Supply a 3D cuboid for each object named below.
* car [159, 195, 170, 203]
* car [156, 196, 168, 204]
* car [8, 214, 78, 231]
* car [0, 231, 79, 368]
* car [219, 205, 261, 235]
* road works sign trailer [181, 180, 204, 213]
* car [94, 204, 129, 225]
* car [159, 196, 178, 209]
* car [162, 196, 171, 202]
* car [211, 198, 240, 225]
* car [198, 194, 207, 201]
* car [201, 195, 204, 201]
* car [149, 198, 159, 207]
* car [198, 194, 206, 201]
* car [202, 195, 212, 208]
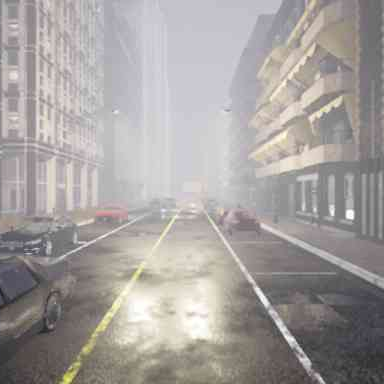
[{"bbox_3d":[-5.675,1.465,69.151,1.967,1.590,4.097,0,0,0],"label":"car"},{"bbox_3d":[-5.676,1.571,63.501,2.008,1.369,4.403,0,0,0],"label":"car"},{"bbox_3d":[-5.686,1.551,12.665,2.008,1.369,4.403,0,0,0],"label":"car"},{"bbox_3d":[-3.102,1.547,4.006,2.033,1.411,5.357,0,0,0],"label":"car"},{"bbox_3d":[2.695,1.582,18.312,1.802,1.307,4.206,0,0,0],"label":"car"},{"bbox_3d":[0.008,0.470,36.617,2.380,3.560,2.880,0,0,0],"label":"road works sign trailer"},{"bbox_3d":[-5.684,1.547,23.962,1.887,1.381,4.507,0,0,0],"label":"car"},{"bbox_3d":[-3.072,1.535,45.780,1.812,1.442,4.674,0,0,0],"label":"car"},{"bbox_3d":[-5.674,1.556,74.629,1.752,1.417,4.829,0,0,0],"label":"car"},{"bbox_3d":[2.696,1.442,23.961,1.967,1.590,4.097,0,0,0],"label":"car"},{"bbox_3d":[2.710,1.356,86.095,2.192,1.841,5.009,0,0,0],"label":"car"},{"bbox_3d":[2.702,1.578,52.203,1.947,1.339,4.313,0,0,0],"label":"car"},{"bbox_3d":[-5.679,1.578,52.205,1.947,1.339,4.313,0,0,0],"label":"car"},{"bbox_3d":[2.704,1.571,63.500,2.008,1.369,4.403,0,0,0],"label":"car"},{"bbox_3d":[2.701,1.535,46.724,1.752,1.417,4.829,0,0,0],"label":"car"}]
